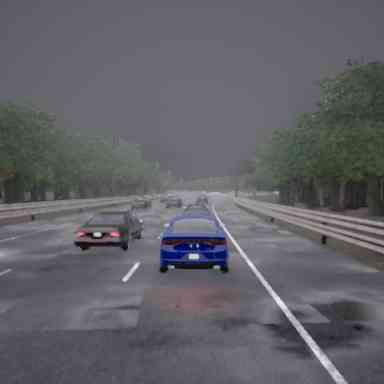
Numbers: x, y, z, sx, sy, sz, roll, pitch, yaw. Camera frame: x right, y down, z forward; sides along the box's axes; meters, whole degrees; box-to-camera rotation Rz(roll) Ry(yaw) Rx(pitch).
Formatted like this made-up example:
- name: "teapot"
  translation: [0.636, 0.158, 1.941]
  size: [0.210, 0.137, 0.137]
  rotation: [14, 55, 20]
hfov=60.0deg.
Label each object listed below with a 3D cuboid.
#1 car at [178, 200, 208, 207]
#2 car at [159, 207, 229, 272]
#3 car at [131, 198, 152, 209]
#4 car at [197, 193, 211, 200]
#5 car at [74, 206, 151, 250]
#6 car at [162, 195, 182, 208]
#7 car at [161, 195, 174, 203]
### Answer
- name: "car"
  translation: [0.322, 1.530, 23.722]
  size: [1.994, 1.385, 4.181]
  rotation: [0, 0, 1]
- name: "car"
  translation: [0.080, 1.464, 10.814]
  size: [1.882, 1.535, 5.008]
  rotation: [0, 0, 1]
- name: "car"
  translation: [-6.047, 1.407, 40.297]
  size: [2.128, 1.511, 4.902]
  rotation: [0, 0, 2]
- name: "car"
  translation: [1.937, 1.209, 60.612]
  size: [2.097, 1.767, 4.553]
  rotation: [0, 0, 4]
- name: "car"
  translation: [-3.270, 1.526, 14.106]
  size: [2.033, 1.411, 5.357]
  rotation: [0, 0, 1]
- name: "car"
  translation: [-2.307, 1.400, 45.234]
  size: [2.128, 1.511, 4.902]
  rotation: [0, 0, 3]
- name: "car"
  translation: [-4.749, 1.357, 64.381]
  size: [1.812, 1.442, 4.674]
  rotation: [0, 0, 4]
